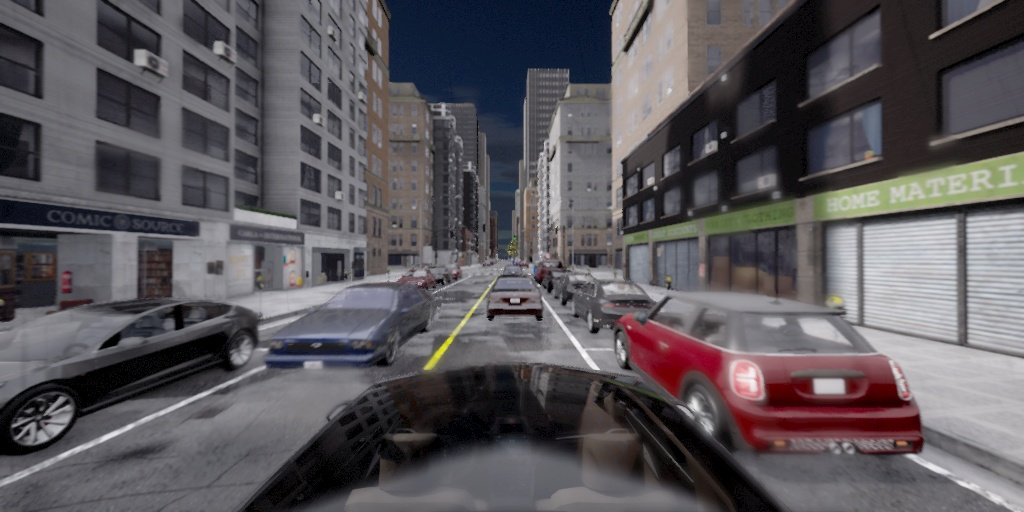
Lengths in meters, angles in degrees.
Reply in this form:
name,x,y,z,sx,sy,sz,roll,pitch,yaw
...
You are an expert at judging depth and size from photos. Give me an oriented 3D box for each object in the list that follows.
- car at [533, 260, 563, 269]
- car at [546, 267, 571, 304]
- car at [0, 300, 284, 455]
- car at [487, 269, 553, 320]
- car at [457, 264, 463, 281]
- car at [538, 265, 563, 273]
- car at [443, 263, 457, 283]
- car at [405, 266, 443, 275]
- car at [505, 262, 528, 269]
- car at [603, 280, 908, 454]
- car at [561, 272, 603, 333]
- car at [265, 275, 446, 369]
name,x,y,z,sx,sy,sz,roll,pitch,yaw
car,2.851,1.232,27.253,2.192,1.841,5.009,0,0,0
car,2.854,1.395,16.206,2.007,1.370,4.403,0,0,0
car,-5.670,1.338,5.145,1.948,1.339,4.313,0,0,0
car,0.093,1.372,13.029,2.033,1.411,5.357,0,0,0
car,-5.676,1.393,32.770,1.967,1.591,4.097,0,0,0
car,2.852,1.447,21.730,1.948,1.339,4.313,0,0,0
car,-5.675,1.482,27.245,1.948,1.339,4.313,0,0,0
car,-5.674,1.463,21.720,1.802,1.307,4.207,0,0,0
car,0.093,1.502,32.955,2.033,1.411,5.357,0,0,0
car,2.855,1.213,5.159,1.967,1.591,4.097,0,0,0
car,2.855,1.359,10.683,2.007,1.370,4.403,0,0,0
car,-3.103,1.340,8.274,2.033,1.411,5.357,0,0,0
